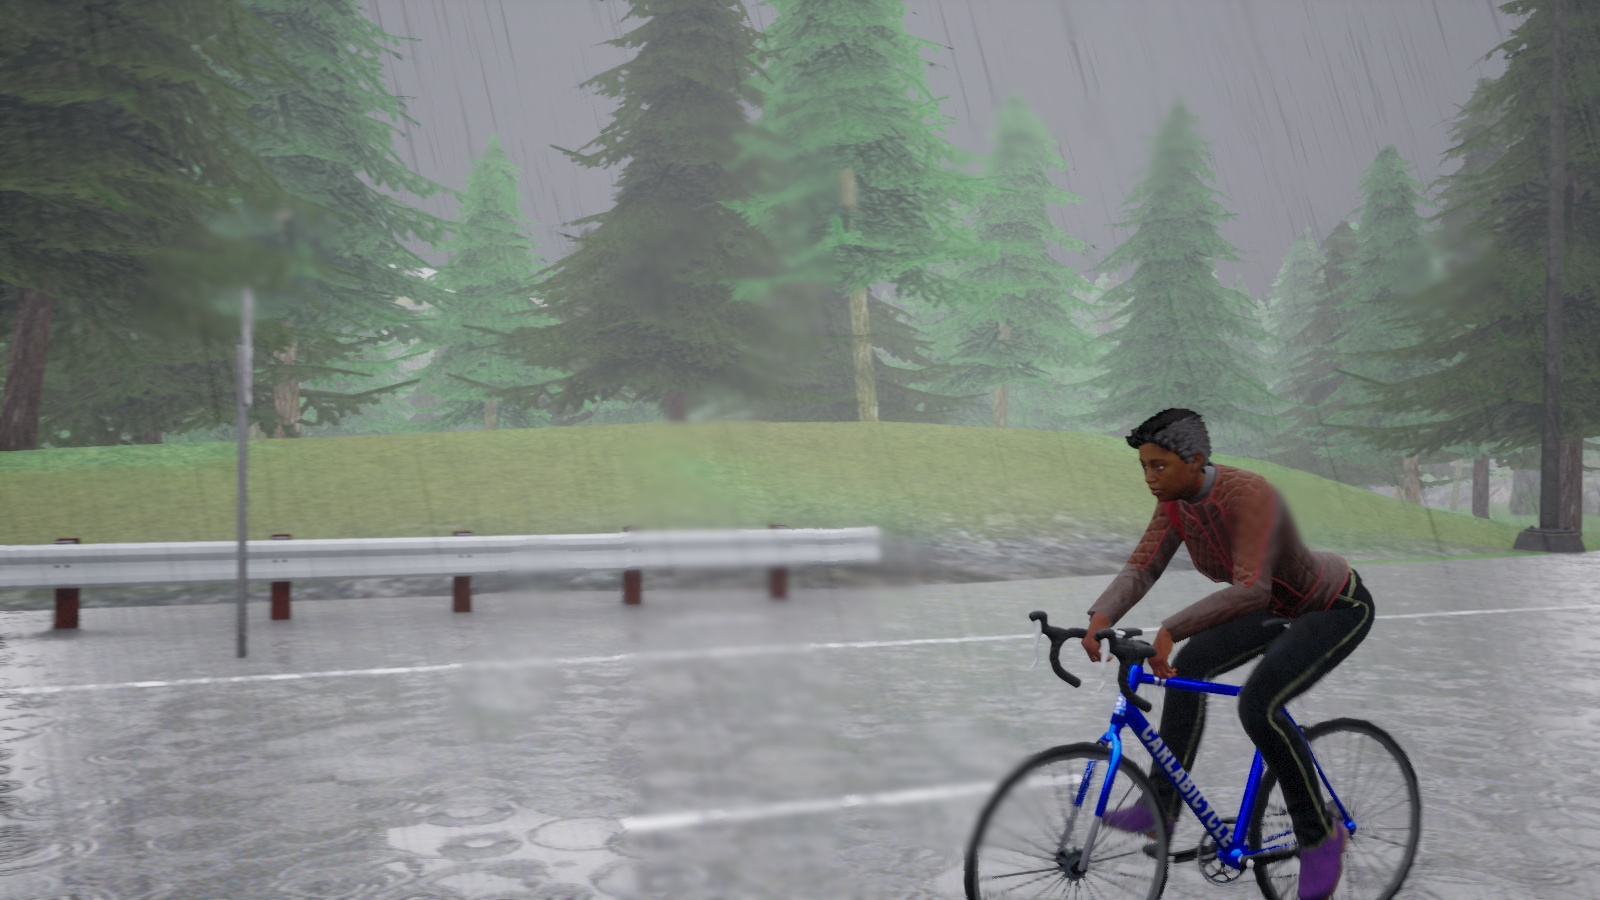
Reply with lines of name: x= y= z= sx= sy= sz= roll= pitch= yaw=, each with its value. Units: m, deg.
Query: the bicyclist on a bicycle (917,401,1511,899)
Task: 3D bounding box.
bicyclist on a bicycle: x=1.231 y=0.677 z=3.708 sx=1.656 sy=1.620 sz=0.582 roll=-1 pitch=1 yaw=-21
